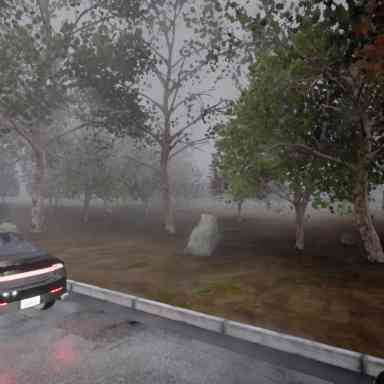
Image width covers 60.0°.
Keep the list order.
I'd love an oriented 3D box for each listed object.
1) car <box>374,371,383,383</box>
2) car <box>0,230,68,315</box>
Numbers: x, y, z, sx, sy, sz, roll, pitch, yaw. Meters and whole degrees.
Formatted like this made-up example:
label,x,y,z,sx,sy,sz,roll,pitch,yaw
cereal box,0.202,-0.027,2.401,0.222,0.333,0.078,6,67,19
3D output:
label,x,y,z,sx,sy,sz,roll,pitch,yaw
car,3.250,1.490,1.059,4.902,1.511,2.128,0,0,36
car,-4.481,1.501,6.576,4.902,1.511,2.128,0,0,36
